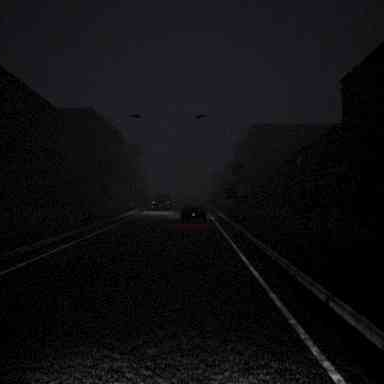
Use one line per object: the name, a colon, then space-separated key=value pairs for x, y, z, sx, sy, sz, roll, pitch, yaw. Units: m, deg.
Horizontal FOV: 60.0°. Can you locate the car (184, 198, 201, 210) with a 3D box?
car: x=0.072 y=1.504 z=42.986 sx=2.033 sy=1.411 sz=5.357 roll=0 pitch=0 yaw=0

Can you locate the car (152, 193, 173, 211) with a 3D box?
car: x=-3.541 y=1.180 z=40.550 sx=2.150 sy=2.045 sz=5.566 roll=0 pitch=0 yaw=1

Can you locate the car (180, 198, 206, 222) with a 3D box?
car: x=0.106 y=1.454 z=26.061 sx=1.882 sy=1.535 sz=5.008 roll=0 pitch=0 yaw=0
